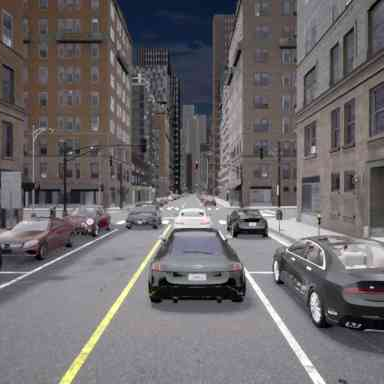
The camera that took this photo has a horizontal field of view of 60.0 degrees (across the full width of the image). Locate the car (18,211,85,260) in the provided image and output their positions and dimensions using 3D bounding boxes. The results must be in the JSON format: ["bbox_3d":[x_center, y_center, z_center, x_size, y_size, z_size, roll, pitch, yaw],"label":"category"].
[{"bbox_3d":[-5.659,1.582,12.282,1.802,1.307,4.206,0,0,0],"label":"car"}]

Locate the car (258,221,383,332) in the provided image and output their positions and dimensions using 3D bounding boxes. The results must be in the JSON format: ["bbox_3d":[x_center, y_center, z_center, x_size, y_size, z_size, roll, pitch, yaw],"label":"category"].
[{"bbox_3d":[2.861,1.550,6.773,2.008,1.369,4.403,0,0,0],"label":"car"}]

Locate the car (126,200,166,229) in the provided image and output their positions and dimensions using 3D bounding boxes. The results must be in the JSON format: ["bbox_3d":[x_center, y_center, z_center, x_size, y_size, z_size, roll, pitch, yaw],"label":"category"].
[{"bbox_3d":[-2.980,1.508,21.425,1.837,1.490,4.892,0,0,0],"label":"car"}]

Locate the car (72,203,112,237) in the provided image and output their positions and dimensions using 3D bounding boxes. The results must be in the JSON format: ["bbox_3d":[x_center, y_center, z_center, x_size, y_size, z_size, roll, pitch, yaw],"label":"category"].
[{"bbox_3d":[-5.654,1.440,17.784,1.967,1.590,4.097,0,0,0],"label":"car"}]

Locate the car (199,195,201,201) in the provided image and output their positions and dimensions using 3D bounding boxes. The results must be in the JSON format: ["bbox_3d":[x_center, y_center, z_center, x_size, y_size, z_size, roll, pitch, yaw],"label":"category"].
[{"bbox_3d":[2.970,1.606,65.683,2.008,1.369,4.403,0,0,0],"label":"car"}]

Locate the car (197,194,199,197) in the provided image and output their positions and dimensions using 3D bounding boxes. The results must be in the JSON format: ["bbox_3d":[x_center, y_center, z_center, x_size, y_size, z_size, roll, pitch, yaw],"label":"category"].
[{"bbox_3d":[3.028,1.559,87.319,1.967,1.590,4.097,0,0,0],"label":"car"}]

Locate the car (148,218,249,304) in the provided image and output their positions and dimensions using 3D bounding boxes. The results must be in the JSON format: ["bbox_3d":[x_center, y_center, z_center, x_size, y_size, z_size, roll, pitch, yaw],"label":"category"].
[{"bbox_3d":[0.090,1.564,8.239,1.994,1.385,4.181,0,0,0],"label":"car"}]

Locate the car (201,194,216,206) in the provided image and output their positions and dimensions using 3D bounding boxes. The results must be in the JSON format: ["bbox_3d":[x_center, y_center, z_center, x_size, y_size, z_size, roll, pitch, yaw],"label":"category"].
[{"bbox_3d":[2.940,1.475,54.866,1.967,1.590,4.097,0,0,0],"label":"car"}]

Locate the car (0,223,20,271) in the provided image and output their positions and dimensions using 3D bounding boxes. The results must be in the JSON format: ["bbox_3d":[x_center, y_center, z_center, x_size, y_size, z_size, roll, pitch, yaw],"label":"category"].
[{"bbox_3d":[-5.664,1.565,6.781,1.947,1.339,4.313,0,0,0],"label":"car"}]

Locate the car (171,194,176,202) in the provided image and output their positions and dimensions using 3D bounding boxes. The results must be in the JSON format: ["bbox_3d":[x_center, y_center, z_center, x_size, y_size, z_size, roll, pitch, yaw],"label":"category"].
[{"bbox_3d":[-5.512,1.625,81.759,1.752,1.417,4.829,0,0,0],"label":"car"}]

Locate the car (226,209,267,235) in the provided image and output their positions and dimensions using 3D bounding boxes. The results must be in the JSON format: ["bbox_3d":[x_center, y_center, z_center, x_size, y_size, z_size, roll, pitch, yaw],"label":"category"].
[{"bbox_3d":[2.872,1.566,17.775,1.947,1.339,4.313,0,0,0],"label":"car"}]

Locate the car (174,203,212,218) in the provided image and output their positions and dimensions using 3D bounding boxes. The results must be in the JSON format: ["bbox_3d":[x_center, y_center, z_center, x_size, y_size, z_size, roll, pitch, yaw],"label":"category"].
[{"bbox_3d":[0.050,1.526,16.998,1.812,1.442,4.674,0,0,1],"label":"car"}]

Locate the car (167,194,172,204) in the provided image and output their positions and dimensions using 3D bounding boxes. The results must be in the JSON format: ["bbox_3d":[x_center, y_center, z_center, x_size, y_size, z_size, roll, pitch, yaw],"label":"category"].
[{"bbox_3d":[-5.555,1.606,65.703,2.008,1.369,4.403,0,0,0],"label":"car"}]

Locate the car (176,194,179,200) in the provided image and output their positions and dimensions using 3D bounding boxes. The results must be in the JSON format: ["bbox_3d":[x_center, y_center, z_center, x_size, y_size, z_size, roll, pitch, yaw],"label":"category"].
[{"bbox_3d":[-5.483,1.456,92.747,2.192,1.841,5.009,0,0,0],"label":"car"}]

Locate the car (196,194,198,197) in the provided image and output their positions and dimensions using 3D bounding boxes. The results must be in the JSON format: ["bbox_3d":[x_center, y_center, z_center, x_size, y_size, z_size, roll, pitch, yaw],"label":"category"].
[{"bbox_3d":[3.042,1.456,92.729,2.192,1.841,5.009,0,0,0],"label":"car"}]

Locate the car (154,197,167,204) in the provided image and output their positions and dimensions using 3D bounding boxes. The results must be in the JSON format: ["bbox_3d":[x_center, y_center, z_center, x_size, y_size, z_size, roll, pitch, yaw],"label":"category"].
[{"bbox_3d":[-5.585,1.617,54.886,1.802,1.307,4.206,0,0,0],"label":"car"}]

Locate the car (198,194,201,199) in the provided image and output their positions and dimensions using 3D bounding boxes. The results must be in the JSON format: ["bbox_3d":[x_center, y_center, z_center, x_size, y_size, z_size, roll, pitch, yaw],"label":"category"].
[{"bbox_3d":[2.998,1.523,76.501,1.967,1.590,4.097,0,0,0],"label":"car"}]

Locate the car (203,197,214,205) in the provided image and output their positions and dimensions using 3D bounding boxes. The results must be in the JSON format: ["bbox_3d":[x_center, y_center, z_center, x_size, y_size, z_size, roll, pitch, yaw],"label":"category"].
[{"bbox_3d":[2.955,1.570,60.445,1.752,1.417,4.829,0,0,0],"label":"car"}]
